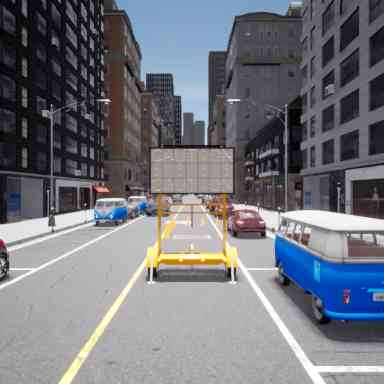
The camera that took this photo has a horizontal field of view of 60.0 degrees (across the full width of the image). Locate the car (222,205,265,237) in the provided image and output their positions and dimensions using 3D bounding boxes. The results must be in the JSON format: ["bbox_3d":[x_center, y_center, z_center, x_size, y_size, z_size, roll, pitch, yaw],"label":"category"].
[{"bbox_3d":[2.857,1.581,17.856,1.802,1.307,4.206,0,0,0],"label":"car"}]

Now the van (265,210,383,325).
[{"bbox_3d":[2.856,1.341,6.853,1.690,1.788,3.998,0,0,0],"label":"van"}]

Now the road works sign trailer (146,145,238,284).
[{"bbox_3d":[0.001,0.464,9.532,2.380,3.560,2.880,0,0,0],"label":"road works sign trailer"}]

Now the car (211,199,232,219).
[{"bbox_3d":[2.858,1.582,28.858,1.802,1.307,4.206,0,0,0],"label":"car"}]

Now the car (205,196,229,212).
[{"bbox_3d":[2.857,1.315,34.360,2.192,1.841,5.009,0,0,0],"label":"car"}]

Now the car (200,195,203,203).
[{"bbox_3d":[2.858,1.557,56.365,2.008,1.369,4.403,0,0,0],"label":"car"}]

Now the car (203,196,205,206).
[{"bbox_3d":[2.858,1.443,45.363,1.967,1.590,4.097,0,0,0],"label":"car"}]

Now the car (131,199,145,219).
[{"bbox_3d":[-5.668,1.550,28.859,2.008,1.369,4.403,0,0,0],"label":"car"}]

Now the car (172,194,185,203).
[{"bbox_3d":[-2.999,1.577,69.119,1.994,1.385,4.181,0,0,0],"label":"car"}]

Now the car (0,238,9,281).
[{"bbox_3d":[-5.669,1.440,6.854,1.967,1.590,4.097,0,0,0],"label":"car"}]

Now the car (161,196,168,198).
[{"bbox_3d":[-5.667,1.573,56.366,1.947,1.339,4.313,0,0,0],"label":"car"}]

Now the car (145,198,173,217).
[{"bbox_3d":[-3.098,1.564,30.851,1.994,1.385,4.181,0,0,0],"label":"car"}]

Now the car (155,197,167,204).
[{"bbox_3d":[-5.667,1.591,61.867,1.802,1.307,4.206,0,0,0],"label":"car"}]

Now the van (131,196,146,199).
[{"bbox_3d":[-5.668,1.341,34.360,1.690,1.788,3.998,0,0,0],"label":"van"}]

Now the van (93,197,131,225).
[{"bbox_3d":[-5.669,1.340,23.359,1.690,1.788,3.998,0,0,0],"label":"van"}]

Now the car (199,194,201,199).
[{"bbox_3d":[2.859,1.578,67.368,1.947,1.339,4.313,0,0,0],"label":"car"}]
